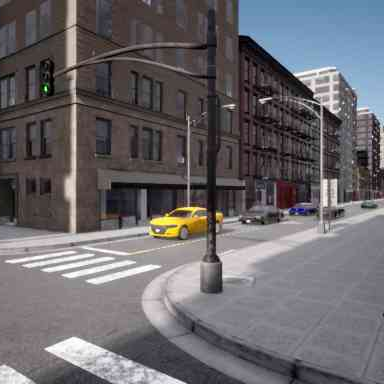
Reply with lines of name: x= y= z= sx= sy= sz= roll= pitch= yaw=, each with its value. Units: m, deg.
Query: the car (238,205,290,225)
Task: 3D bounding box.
car: x=5.551 y=1.704 z=25.932 sx=2.033 sy=1.411 sz=5.357 roll=0 pitch=0 yaw=35

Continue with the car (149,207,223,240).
car: x=-0.188 y=1.575 z=17.872 sx=1.882 sy=1.535 sz=5.008 roll=0 pitch=0 yaw=35

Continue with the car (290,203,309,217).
car: x=11.535 y=1.815 z=34.314 sx=1.895 sy=1.301 sz=4.718 roll=0 pitch=0 yaw=36

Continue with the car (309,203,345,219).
car: x=13.140 y=1.699 z=31.497 sx=2.128 sy=1.511 sz=4.902 roll=0 pitch=0 yaw=35

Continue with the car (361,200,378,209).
car: x=27.778 y=1.904 z=52.043 sx=1.994 sy=1.385 sz=4.181 roll=0 pitch=0 yaw=35
